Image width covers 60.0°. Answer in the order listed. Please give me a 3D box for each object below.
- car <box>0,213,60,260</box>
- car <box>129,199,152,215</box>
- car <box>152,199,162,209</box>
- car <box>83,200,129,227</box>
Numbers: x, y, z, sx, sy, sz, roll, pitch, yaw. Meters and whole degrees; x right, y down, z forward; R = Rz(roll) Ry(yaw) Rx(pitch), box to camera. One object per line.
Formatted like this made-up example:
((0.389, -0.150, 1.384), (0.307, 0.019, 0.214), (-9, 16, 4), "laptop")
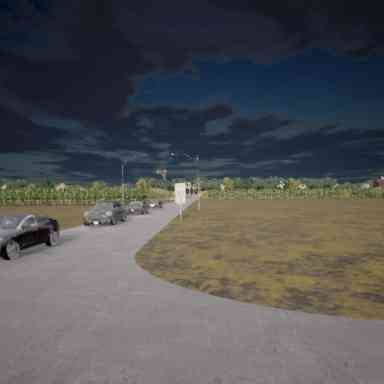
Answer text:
((-6.987, 1.630, 13.086), (2.128, 1.511, 4.902), (-2, 0, 4), "car")
((-6.047, 1.739, 36.932), (1.837, 1.490, 4.892), (-2, -1, 2), "car")
((-5.583, 1.799, 49.876), (2.128, 1.511, 4.902), (-2, -1, 2), "car")
((-6.434, 1.524, 24.734), (2.097, 1.767, 4.553), (-2, 0, 2), "car")
